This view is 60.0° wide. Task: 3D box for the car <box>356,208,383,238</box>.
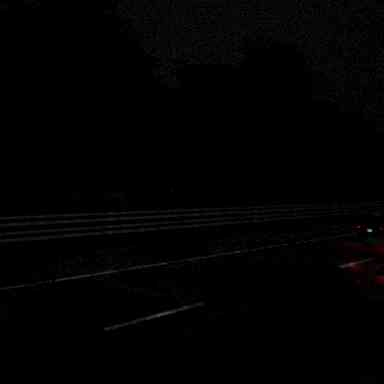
[{"bbox_3d":[9.566,1.468,15.832,4.674,1.442,1.812,0,0,-37],"label":"car"}]
